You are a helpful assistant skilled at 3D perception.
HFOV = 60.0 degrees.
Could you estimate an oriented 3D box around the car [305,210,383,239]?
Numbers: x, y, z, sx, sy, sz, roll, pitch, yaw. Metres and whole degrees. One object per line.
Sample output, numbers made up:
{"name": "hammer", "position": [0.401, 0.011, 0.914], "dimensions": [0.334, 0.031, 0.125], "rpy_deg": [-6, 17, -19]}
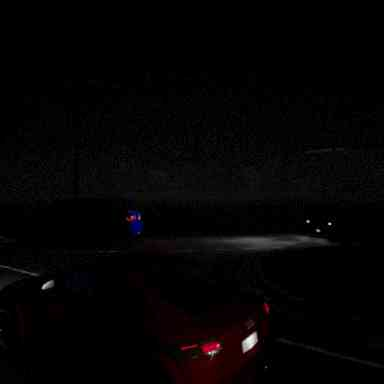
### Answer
{"name": "car", "position": [8.265, 1.604, 17.396], "dimensions": [4.718, 1.301, 1.895], "rpy_deg": [0, 0, -23]}

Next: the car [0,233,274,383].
{"name": "car", "position": [-1.017, 1.567, 4.719], "dimensions": [4.181, 1.385, 1.994], "rpy_deg": [0, 0, 35]}

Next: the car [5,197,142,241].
{"name": "car", "position": [-4.982, 1.235, 14.498], "dimensions": [5.566, 2.045, 2.150], "rpy_deg": [0, 0, -2]}
